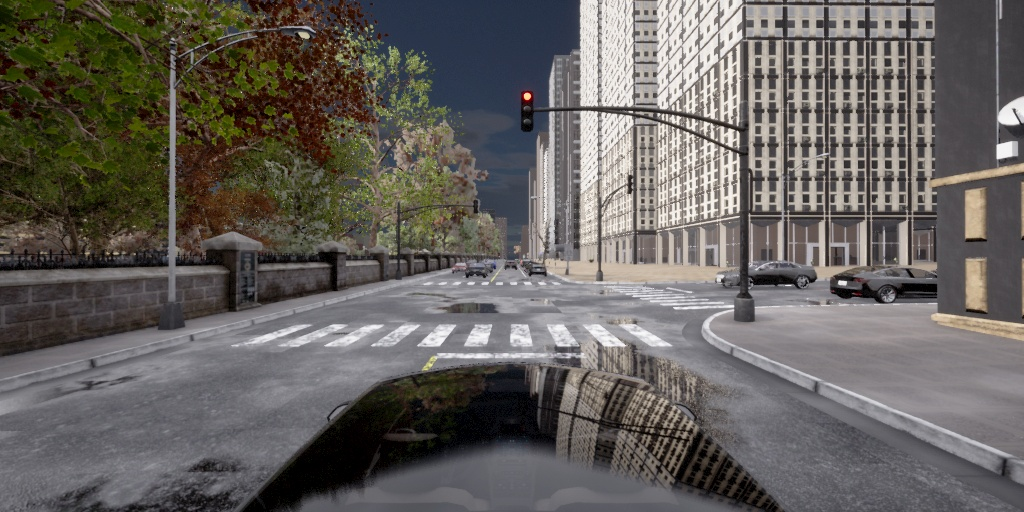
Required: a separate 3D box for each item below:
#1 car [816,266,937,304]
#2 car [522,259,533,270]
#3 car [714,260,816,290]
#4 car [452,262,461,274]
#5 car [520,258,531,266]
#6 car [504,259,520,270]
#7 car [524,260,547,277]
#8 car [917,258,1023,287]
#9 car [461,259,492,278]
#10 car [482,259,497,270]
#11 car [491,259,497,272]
[{"bbox_3d":[14.624,1.028,13.628,4.313,1.339,1.948,0,0,-1],"label":"car"},{"bbox_3d":[2.472,1.342,41.776,1.948,1.339,4.313,0,0,0],"label":"car"},{"bbox_3d":[13.646,0.996,19.422,4.902,1.511,2.128,-1,0,0],"label":"car"},{"bbox_3d":[-5.908,1.358,41.730,1.802,1.307,4.207,0,0,0],"label":"car"},{"bbox_3d":[2.441,1.348,47.409,1.948,1.339,4.313,0,0,0],"label":"car"},{"bbox_3d":[-0.189,1.295,54.924,1.837,1.490,4.892,0,0,0],"label":"car"},{"bbox_3d":[2.503,1.337,36.144,1.948,1.339,4.313,0,0,0],"label":"car"},{"bbox_3d":[25.901,0.843,19.545,5.357,1.411,2.033,-1,0,-1],"label":"car"},{"bbox_3d":[-3.274,1.317,34.170,2.033,1.411,5.357,0,0,0],"label":"car"},{"bbox_3d":[-3.375,1.268,54.554,1.882,1.535,5.008,0,0,0],"label":"car"},{"bbox_3d":[-3.328,1.270,44.188,2.128,1.511,4.902,0,0,0],"label":"car"}]
